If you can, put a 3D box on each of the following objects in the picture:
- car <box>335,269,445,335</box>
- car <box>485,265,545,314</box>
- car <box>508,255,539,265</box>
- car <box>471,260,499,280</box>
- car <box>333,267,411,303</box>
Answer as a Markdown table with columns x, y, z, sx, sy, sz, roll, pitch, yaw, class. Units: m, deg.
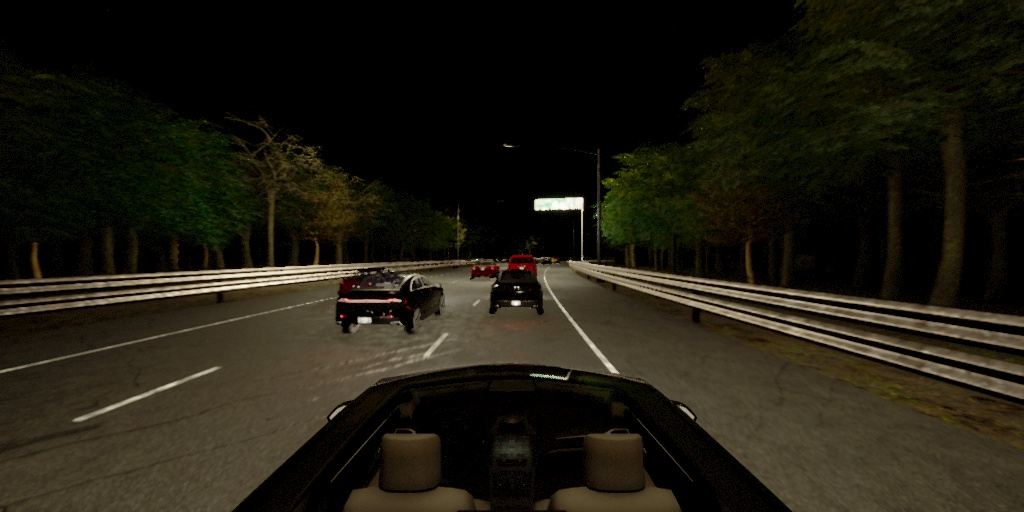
| x | y | z | sx | sy | sz | roll | pitch | yaw | class |
| --- | --- | --- | --- | --- | --- | --- | --- | --- | --- |
| -3.287 | 1.239 | 10.558 | 2.128 | 1.511 | 4.902 | 0 | 0 | 1 | car |
| 0.205 | 1.262 | 13.939 | 1.837 | 1.490 | 4.892 | 0 | 0 | 2 | car |
| 0.830 | 0.980 | 27.153 | 2.150 | 2.045 | 5.566 | 0 | 0 | 4 | car |
| -2.247 | 1.102 | 31.685 | 2.097 | 1.767 | 4.553 | 0 | 0 | 4 | car |
| -6.574 | 1.305 | 17.349 | 1.994 | 1.385 | 4.181 | 0 | 0 | 2 | car |
